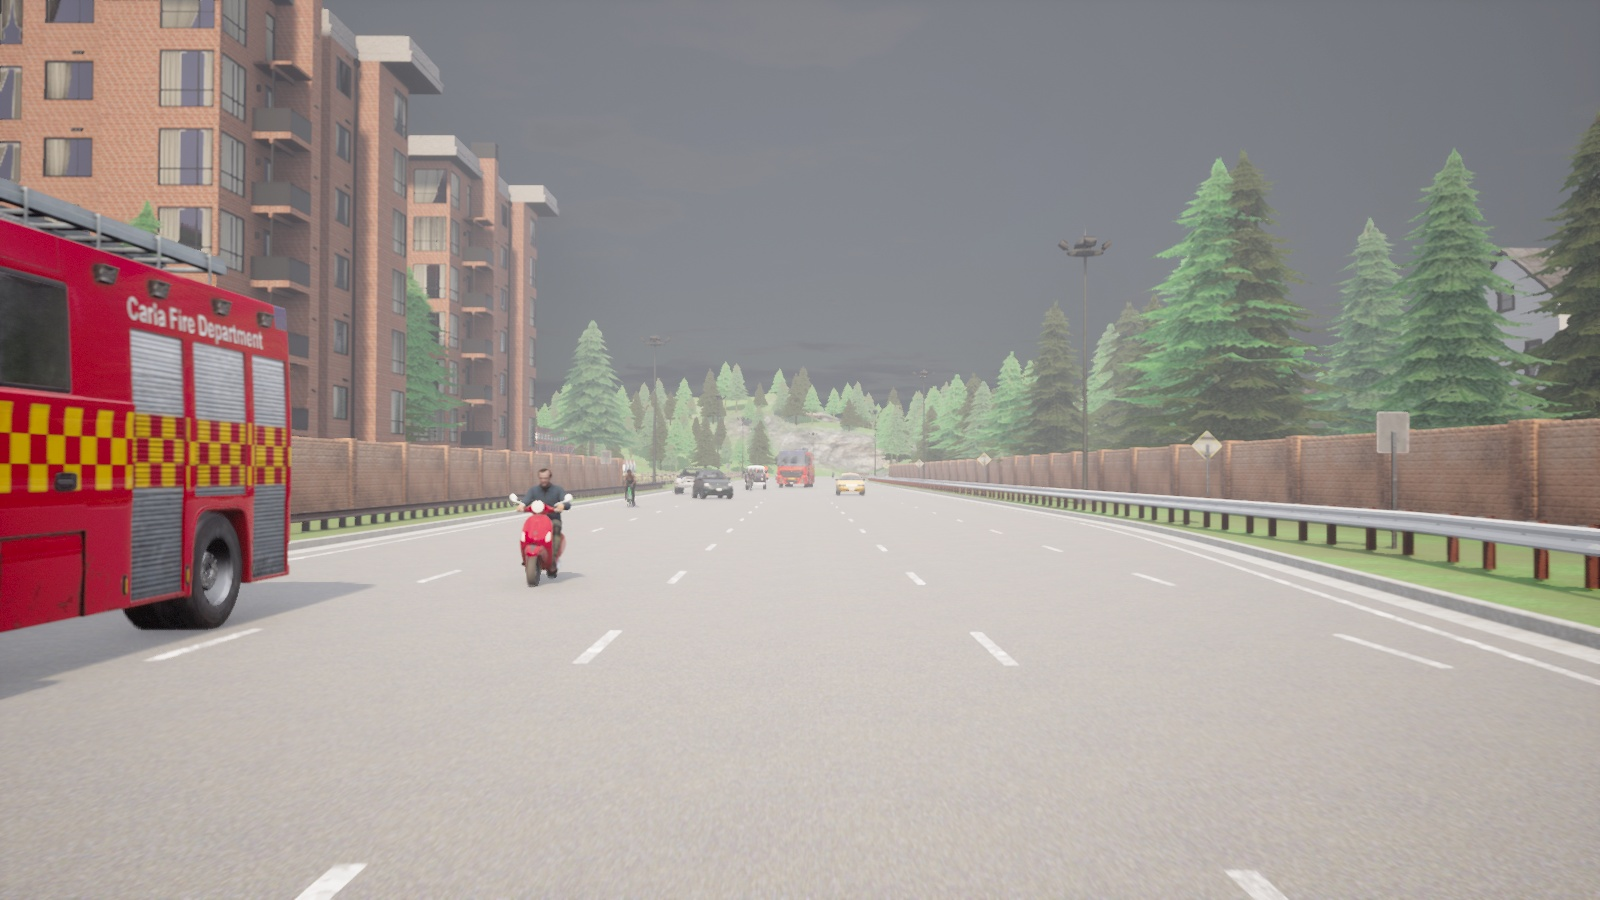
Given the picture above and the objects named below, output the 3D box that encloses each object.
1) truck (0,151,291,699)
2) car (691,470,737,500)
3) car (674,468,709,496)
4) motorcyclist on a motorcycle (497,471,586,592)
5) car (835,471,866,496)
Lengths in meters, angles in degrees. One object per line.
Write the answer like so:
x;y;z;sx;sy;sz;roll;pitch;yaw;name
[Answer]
-7.028;-0.156;9.542;2.891;3.827;8.468;0;-1;0;truck
-4.811;1.941;69.903;1.851;1.617;3.988;0;-1;-15;car
-7.203;2.101;83.373;1.932;1.855;4.605;0;-1;0;car
-3.543;1.083;17.360;0.866;1.590;1.817;0;-1;0;motorcyclist on a motorcycle
3.300;2.165;82.405;1.801;1.575;5.366;0;-1;0;car
